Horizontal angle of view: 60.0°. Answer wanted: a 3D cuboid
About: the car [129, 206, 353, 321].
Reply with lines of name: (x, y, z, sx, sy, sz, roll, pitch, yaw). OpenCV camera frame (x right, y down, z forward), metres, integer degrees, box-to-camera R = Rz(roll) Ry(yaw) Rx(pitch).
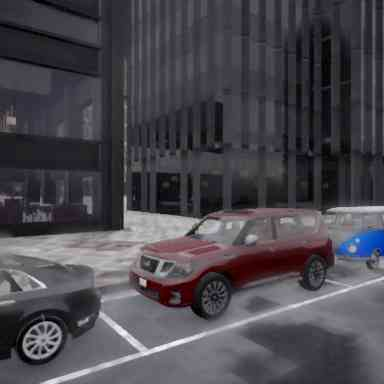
car: (1.160, 1.313, 7.473, 5.009, 1.841, 2.192, 0, 0, -35)

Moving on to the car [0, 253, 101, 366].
car: (-3.407, 1.548, 4.216, 4.403, 1.369, 2.008, 0, 0, -35)

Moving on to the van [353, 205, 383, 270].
van: (5.726, 1.340, 10.730, 3.998, 1.788, 1.690, 0, 0, -35)
